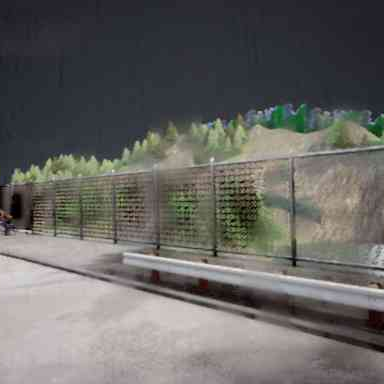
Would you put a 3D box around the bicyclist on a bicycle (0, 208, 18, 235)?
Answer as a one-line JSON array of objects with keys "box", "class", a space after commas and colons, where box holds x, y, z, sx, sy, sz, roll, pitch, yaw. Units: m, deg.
[{"box": [-10.977, 1.772, 19.325, 0.582, 1.620, 1.656, -2, 0, 41], "class": "bicyclist on a bicycle"}]
